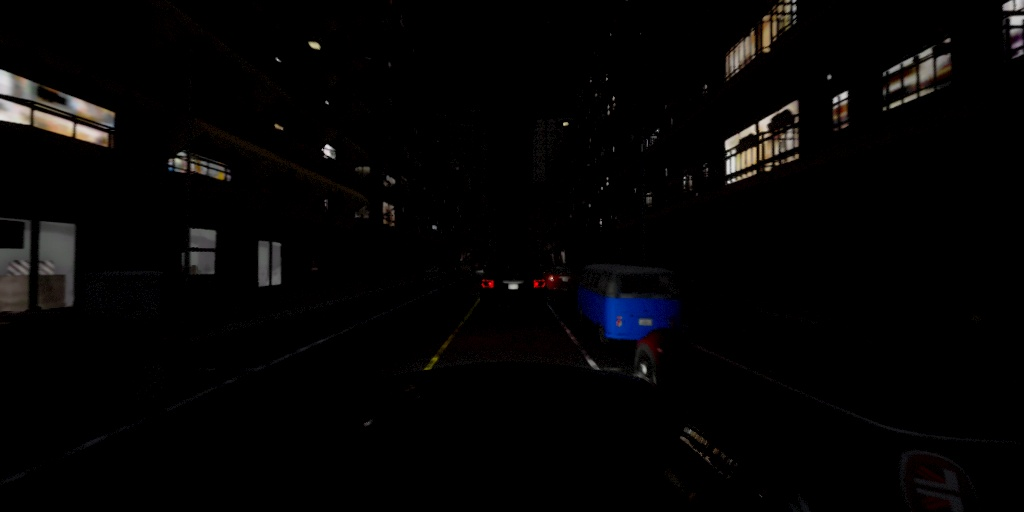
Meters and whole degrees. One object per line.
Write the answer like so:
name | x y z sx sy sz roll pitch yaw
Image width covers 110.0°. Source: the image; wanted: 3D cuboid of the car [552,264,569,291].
car | 2.687 1.224 20.182 1.967 1.591 4.097 0 0 0

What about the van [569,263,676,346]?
van | 2.690 1.105 9.099 1.690 1.789 3.998 0 0 0

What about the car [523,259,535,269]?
car | 2.987 1.308 62.456 1.801 1.575 5.366 0 0 0

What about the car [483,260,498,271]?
car | -3.090 1.361 51.882 1.812 1.442 4.674 0 0 0

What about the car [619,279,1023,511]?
car | 2.691 1.194 3.559 1.967 1.591 4.097 0 0 0

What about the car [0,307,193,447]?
car | -5.690 1.298 3.506 1.888 1.381 4.507 0 0 0

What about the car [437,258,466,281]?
car | -5.696 1.117 31.209 2.192 1.841 5.009 0 0 0

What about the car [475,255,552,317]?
car | 0.061 0.996 13.371 2.150 2.045 5.566 0 0 0

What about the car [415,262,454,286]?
car | -5.695 1.344 25.668 2.007 1.370 4.403 0 0 0

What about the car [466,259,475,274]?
car | -5.699 1.346 42.120 1.751 1.417 4.829 0 0 0
